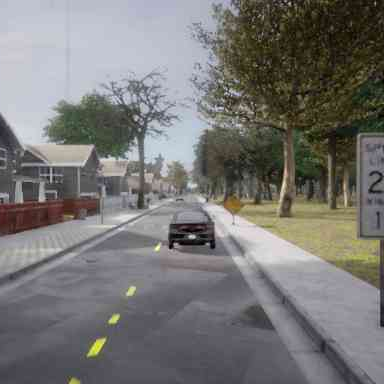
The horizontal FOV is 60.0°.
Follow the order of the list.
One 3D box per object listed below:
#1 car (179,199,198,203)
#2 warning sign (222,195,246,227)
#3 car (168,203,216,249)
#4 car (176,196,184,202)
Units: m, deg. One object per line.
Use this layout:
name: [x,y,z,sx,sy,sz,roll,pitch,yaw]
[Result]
car: [0.000,1.575,29.651,1.994,1.385,4.181,0,0,0]
warning sign: [2.521,1.115,20.256,1.300,1.860,1.060,0,0,0]
car: [0.000,1.485,14.650,1.882,1.535,5.008,0,0,0]
car: [-2.750,1.532,75.955,2.033,1.411,5.357,0,0,0]
